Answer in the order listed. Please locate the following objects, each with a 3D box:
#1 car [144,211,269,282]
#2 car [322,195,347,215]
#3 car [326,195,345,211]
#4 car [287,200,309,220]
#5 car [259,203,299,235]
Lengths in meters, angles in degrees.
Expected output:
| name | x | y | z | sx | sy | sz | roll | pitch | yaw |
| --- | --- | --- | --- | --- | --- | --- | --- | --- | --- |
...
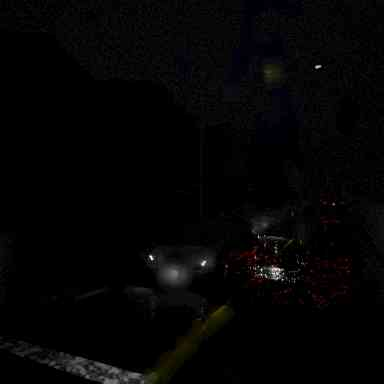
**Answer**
| name | x | y | z | sx | sy | sz | roll | pitch | yaw |
| --- | --- | --- | --- | --- | --- | --- | --- | --- | --- |
| car | 0.676 | 1.497 | 10.097 | 2.033 | 1.411 | 5.357 | 1 | 0 | 24 |
| car | 14.969 | 1.314 | 34.927 | 2.150 | 2.045 | 5.566 | 1 | 0 | 25 |
| car | 19.212 | 1.391 | 44.501 | 2.150 | 2.045 | 5.566 | 1 | 0 | 24 |
| car | 8.776 | 1.503 | 28.148 | 1.837 | 1.490 | 4.892 | 1 | 0 | 24 |
| car | 4.509 | 1.515 | 18.632 | 1.994 | 1.385 | 4.181 | 1 | 0 | 25 |
